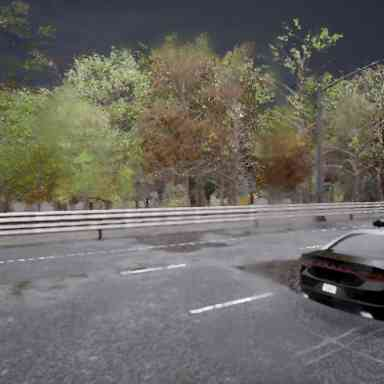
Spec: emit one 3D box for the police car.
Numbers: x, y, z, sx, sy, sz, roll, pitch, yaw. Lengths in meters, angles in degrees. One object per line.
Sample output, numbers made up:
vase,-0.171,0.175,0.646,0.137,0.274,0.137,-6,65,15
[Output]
police car,4.496,1.430,7.017,5.238,1.638,1.930,0,0,-33
